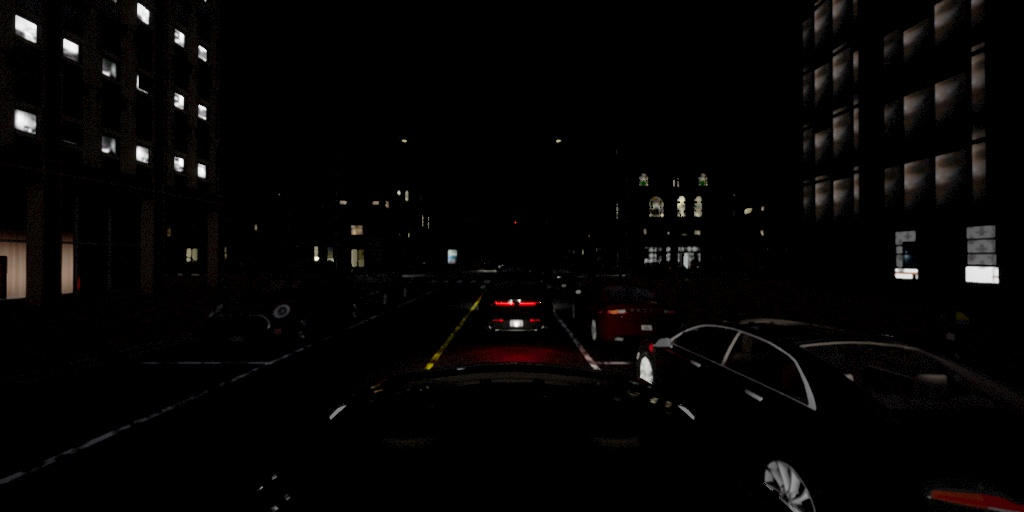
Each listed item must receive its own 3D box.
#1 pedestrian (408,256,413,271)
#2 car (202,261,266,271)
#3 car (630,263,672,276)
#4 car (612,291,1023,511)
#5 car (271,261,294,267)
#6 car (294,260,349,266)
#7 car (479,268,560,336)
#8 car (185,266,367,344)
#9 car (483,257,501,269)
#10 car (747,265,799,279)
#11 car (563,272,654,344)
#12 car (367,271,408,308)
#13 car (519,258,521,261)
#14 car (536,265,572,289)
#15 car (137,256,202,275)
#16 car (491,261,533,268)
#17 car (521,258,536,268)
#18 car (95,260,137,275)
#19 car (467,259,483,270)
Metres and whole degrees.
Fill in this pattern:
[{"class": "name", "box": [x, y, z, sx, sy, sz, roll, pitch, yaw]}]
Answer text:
[{"class": "pedestrian", "box": [-12.560, 0.896, 44.306, 0.375, 1.860, 0.375, 0, -1, 1]}, {"class": "car", "box": [-25.421, 1.185, 33.169, 4.403, 1.370, 2.007, 0, 0, 1]}, {"class": "car", "box": [14.802, 1.411, 38.351, 4.181, 1.385, 1.994, 0, 0, 1]}, {"class": "car", "box": [2.690, 1.301, 3.696, 2.007, 1.370, 4.403, 0, 0, 0]}, {"class": "car", "box": [-25.462, 1.208, 41.551, 4.829, 1.417, 1.751, 0, 0, 1]}, {"class": "car", "box": [-18.338, 1.170, 35.657, 4.902, 1.511, 2.128, 0, 0, 1]}, {"class": "car", "box": [0.099, 1.258, 10.405, 1.837, 1.490, 4.892, 0, 0, 0]}, {"class": "car", "box": [-5.691, 1.192, 9.403, 1.967, 1.591, 4.097, 0, 0, 0]}, {"class": "car", "box": [-3.094, 1.248, 53.845, 1.882, 1.535, 5.008, 0, 0, 1]}, {"class": "car", "box": [23.636, 1.441, 32.389, 4.207, 1.307, 1.802, 0, 0, 1]}, {"class": "car", "box": [2.689, 1.298, 9.388, 1.888, 1.381, 4.507, 0, 0, 0]}, {"class": "car", "box": [-5.693, 1.305, 15.095, 2.007, 1.370, 4.403, 0, 0, 0]}, {"class": "car", "box": [2.678, 1.357, 64.204, 1.802, 1.307, 4.207, 0, 0, 0]}, {"class": "car", "box": [2.687, 1.307, 20.772, 2.007, 1.370, 4.403, 0, 0, 0]}, {"class": "car", "box": [-30.958, 0.926, 33.253, 5.009, 1.841, 2.192, 0, 0, 1]}, {"class": "car", "box": [0.092, 1.235, 20.594, 1.882, 1.535, 5.008, 0, 0, 2]}, {"class": "car", "box": [2.680, 1.335, 53.162, 1.948, 1.339, 4.313, 0, 0, 0]}, {"class": "car", "box": [-36.494, 1.139, 33.337, 4.403, 1.370, 2.007, 0, 0, 1]}, {"class": "car", "box": [-5.700, 1.352, 53.173, 1.802, 1.307, 4.207, 0, 0, 0]}]
